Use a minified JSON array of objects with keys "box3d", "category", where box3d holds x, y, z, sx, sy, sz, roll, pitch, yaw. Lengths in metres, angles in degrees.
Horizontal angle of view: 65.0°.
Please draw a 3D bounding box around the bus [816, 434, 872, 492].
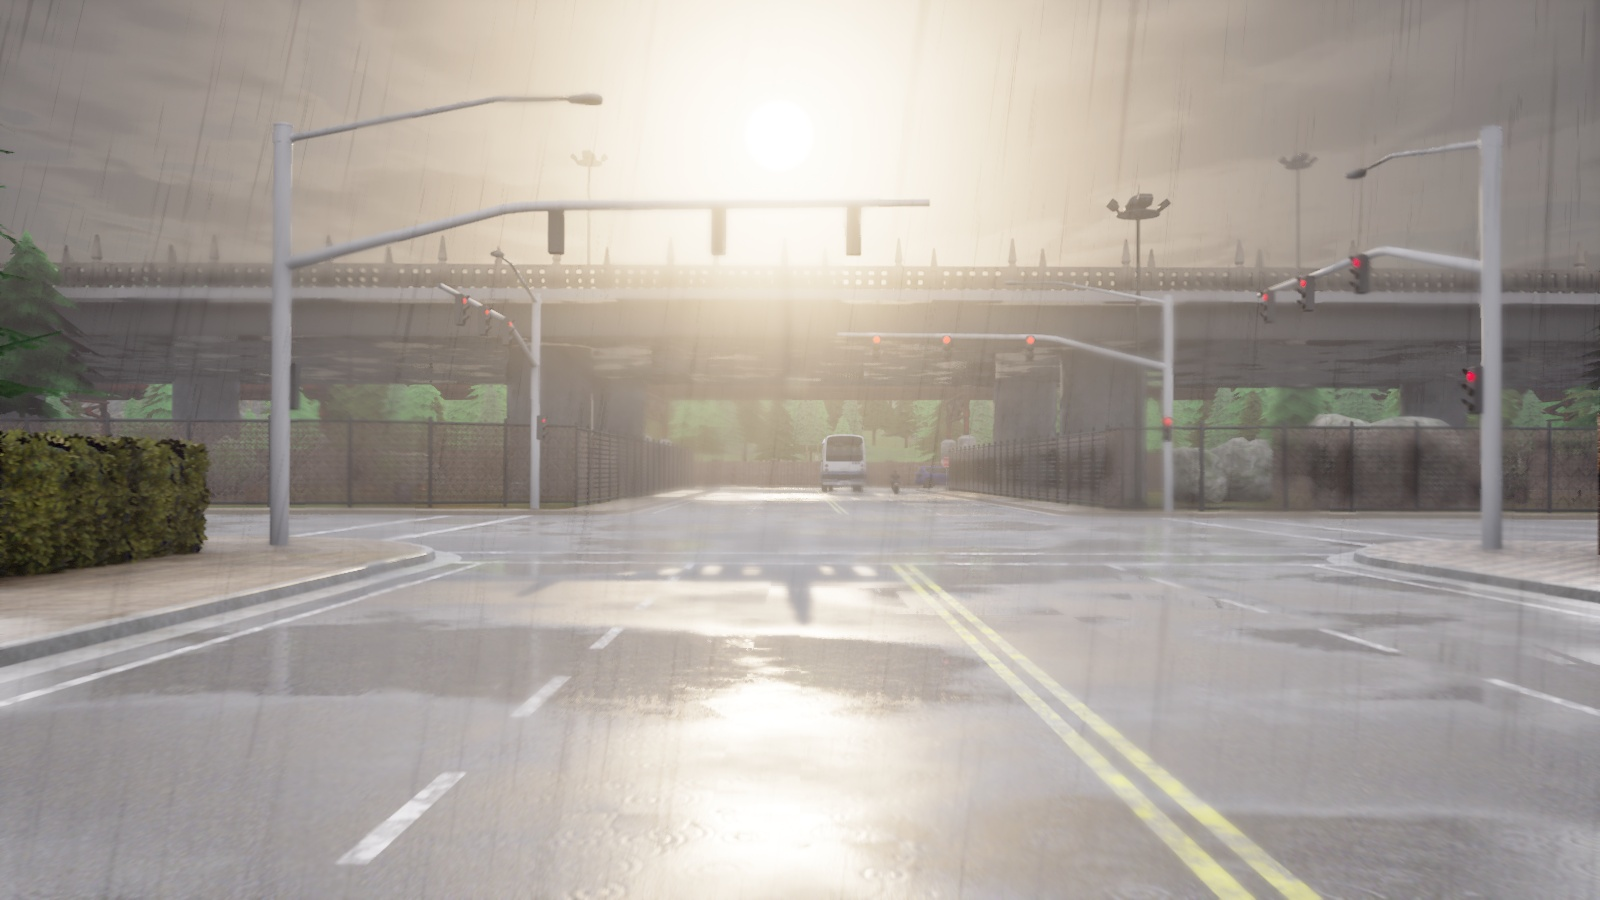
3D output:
[{"box3d":[3.260,1.051,97.141,3.944,4.253,10.273,0,-1,0],"category":"bus"}]
